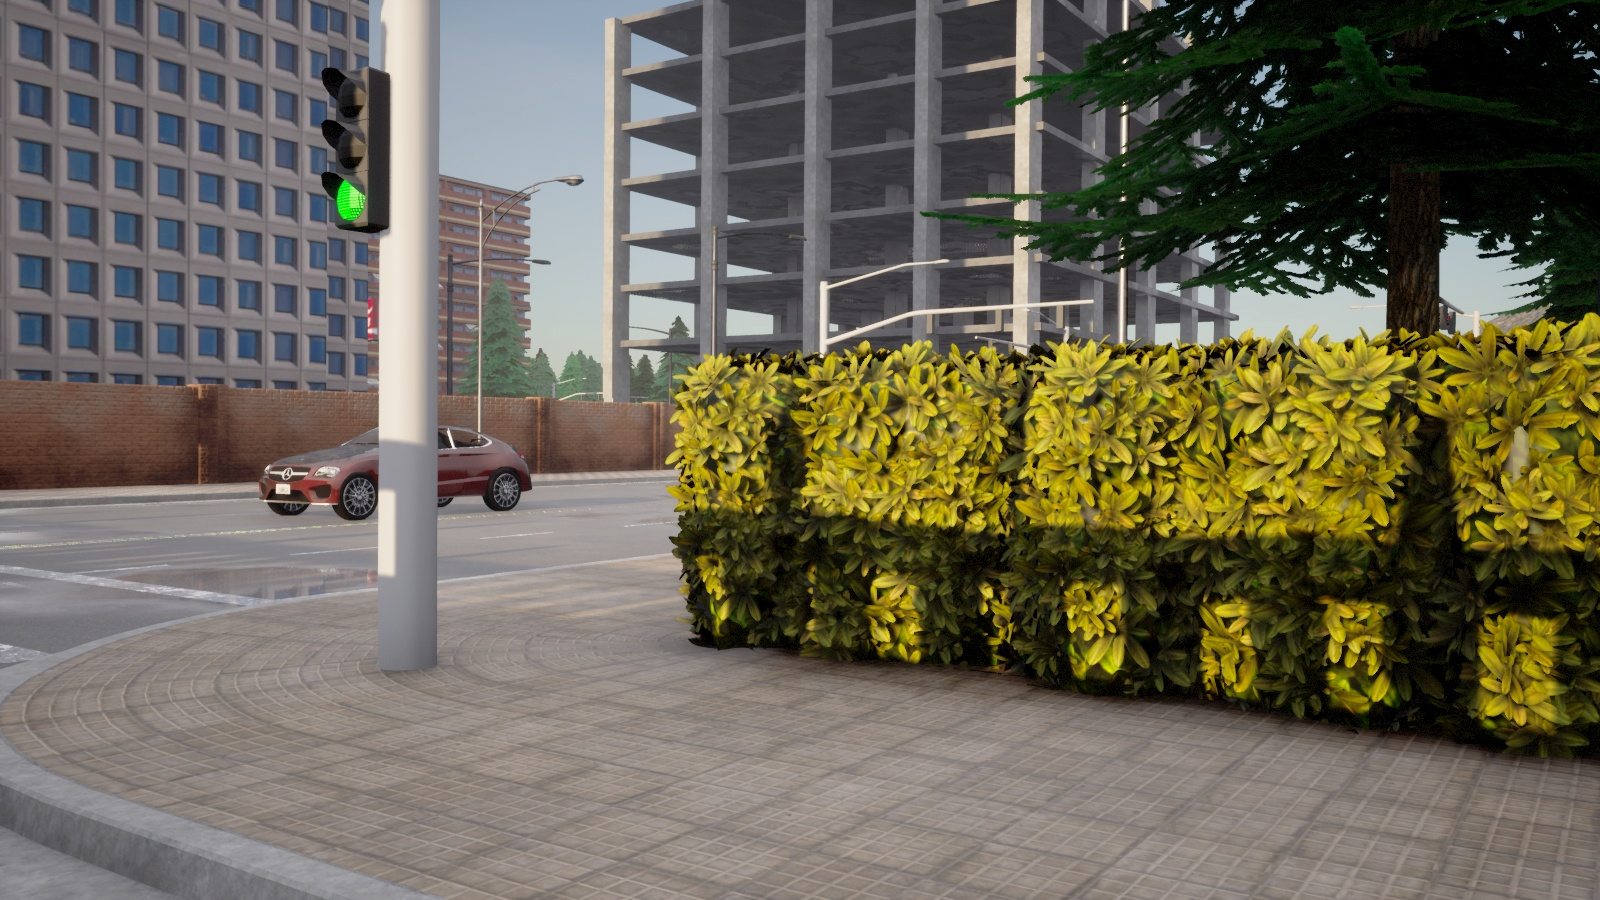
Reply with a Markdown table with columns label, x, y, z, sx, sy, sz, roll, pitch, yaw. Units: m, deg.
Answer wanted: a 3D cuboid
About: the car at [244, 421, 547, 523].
| label | x | y | z | sx | sy | sz | roll | pitch | yaw |
| --- | --- | --- | --- | --- | --- | --- | --- | --- | --- |
| car | -7.250 | 0.316 | 23.069 | 2.152 | 1.651 | 5.027 | 0 | 1 | 33 |
